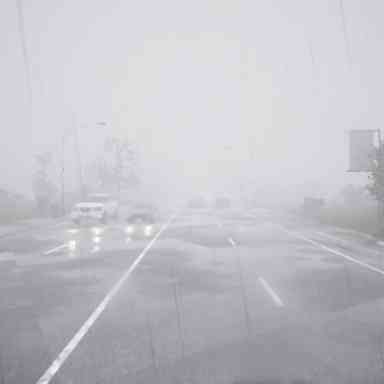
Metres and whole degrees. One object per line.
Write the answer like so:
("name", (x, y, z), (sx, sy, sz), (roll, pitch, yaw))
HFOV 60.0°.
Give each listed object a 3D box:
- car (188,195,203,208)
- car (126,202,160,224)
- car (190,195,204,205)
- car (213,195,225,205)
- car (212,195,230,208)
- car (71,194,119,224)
("car", (0.497, 1.395, 45.327), (1.994, 1.385, 4.181), (0, 0, 2))
("car", (-3.446, 1.456, 24.453), (2.033, 1.411, 5.357), (0, 0, 1))
("car", (0.947, 1.285, 55.264), (2.128, 1.511, 4.902), (0, 0, 3))
("car", (4.441, 1.272, 55.055), (1.882, 1.535, 5.008), (0, 0, 3))
("car", (3.982, 1.310, 44.821), (1.882, 1.535, 5.008), (0, 0, 2))
("car", (-6.947, 1.135, 24.439), (2.150, 2.045, 5.566), (0, 0, 1))
